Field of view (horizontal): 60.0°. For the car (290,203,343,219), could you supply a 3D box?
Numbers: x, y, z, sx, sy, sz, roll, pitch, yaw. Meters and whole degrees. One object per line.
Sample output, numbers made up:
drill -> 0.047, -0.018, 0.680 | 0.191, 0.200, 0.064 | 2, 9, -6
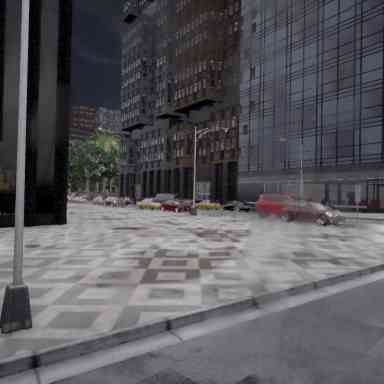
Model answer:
car -> 11.618, 1.721, 31.219 | 1.947, 1.339, 4.313 | 2, -1, -36

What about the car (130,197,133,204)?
car -> -11.415, 1.626, 58.650 | 1.812, 1.442, 4.674 | 2, -1, -36

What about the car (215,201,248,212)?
car -> 5.230, 1.728, 40.141 | 1.947, 1.339, 4.313 | 2, -1, -36

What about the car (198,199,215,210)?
car -> 1.938, 1.691, 44.742 | 1.752, 1.417, 4.829 | 2, -1, -36

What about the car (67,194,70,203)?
car -> -24.061, 1.388, 66.422 | 1.967, 1.590, 4.097 | 2, -1, -36

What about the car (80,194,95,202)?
car -> -26.704, 1.486, 84.759 | 2.192, 1.841, 5.009 | 2, -1, -36

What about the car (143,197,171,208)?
car -> -5.325, 1.590, 50.216 | 2.128, 1.511, 4.902 | 2, -1, -35

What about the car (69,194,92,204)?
car -> -20.769, 1.474, 61.820 | 1.752, 1.417, 4.829 | 2, -1, -36

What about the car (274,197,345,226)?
car -> 7.866, 1.368, 21.826 | 1.967, 1.590, 4.097 | 2, -1, -37

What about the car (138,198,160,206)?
car -> -7.545, 1.723, 57.988 | 2.008, 1.369, 4.403 | 2, -1, -36

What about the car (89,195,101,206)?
car -> -14.481, 1.530, 53.033 | 1.802, 1.307, 4.206 | 2, -1, -36

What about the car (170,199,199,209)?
car -> -1.157, 1.719, 49.064 | 2.008, 1.369, 4.403 | 2, -1, -36

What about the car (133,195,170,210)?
car -> -4.797, 1.467, 39.509 | 1.752, 1.417, 4.829 | 2, -1, -36

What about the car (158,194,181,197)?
car -> -2.488, 1.232, 40.881 | 2.150, 2.045, 5.566 | 2, -1, -35

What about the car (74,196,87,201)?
car -> -30.001, 1.696, 89.356 | 1.752, 1.417, 4.829 | 2, -1, -36

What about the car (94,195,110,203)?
car -> -20.493, 1.515, 75.437 | 2.097, 1.767, 4.553 | 2, -1, -36

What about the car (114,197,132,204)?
car -> -13.934, 1.738, 66.910 | 1.947, 1.339, 4.313 | 2, -1, -36

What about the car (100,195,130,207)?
car -> -11.283, 1.387, 48.573 | 1.967, 1.590, 4.097 | 2, -1, -36

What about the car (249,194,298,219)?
car -> 7.630, 1.222, 26.740 | 2.150, 2.045, 5.566 | 2, -1, -36

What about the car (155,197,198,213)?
car -> -1.702, 1.483, 35.185 | 1.887, 1.381, 4.507 | 2, -1, -36
